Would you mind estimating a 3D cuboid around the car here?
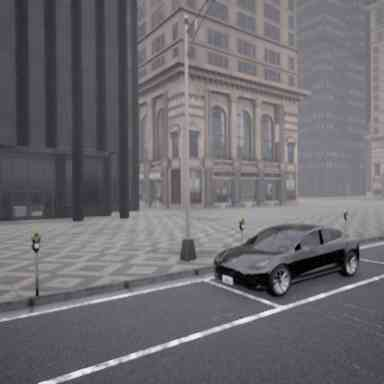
[{"bbox_3d":[2.544,1.511,8.450,4.313,1.339,1.947,-1,0,-35],"label":"car"}]
